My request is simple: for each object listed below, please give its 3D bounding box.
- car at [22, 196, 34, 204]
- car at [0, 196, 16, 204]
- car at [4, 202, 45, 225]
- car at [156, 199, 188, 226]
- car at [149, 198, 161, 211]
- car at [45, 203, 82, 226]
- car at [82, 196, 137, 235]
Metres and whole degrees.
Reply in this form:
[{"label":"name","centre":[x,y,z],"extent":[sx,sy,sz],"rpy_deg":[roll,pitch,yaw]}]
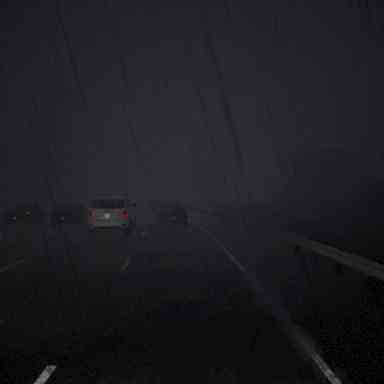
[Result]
[{"label":"car","centre":[-34.968,1.605,70.911],"extent":[1.882,1.535,5.008],"rpy_deg":[0,0,-22]},{"label":"car","centre":[-37.811,1.656,68.560],"extent":[2.128,1.511,4.902],"rpy_deg":[0,0,-21]},{"label":"car","centre":[-12.112,1.570,24.480],"extent":[1.812,1.442,4.674],"rpy_deg":[0,0,-7]},{"label":"car","centre":[-1.427,1.500,23.560],"extent":[1.882,1.535,5.008],"rpy_deg":[0,0,-7]},{"label":"car","centre":[-4.171,1.520,40.887],"extent":[1.882,1.535,5.008],"rpy_deg":[0,0,-11]},{"label":"car","centre":[-8.467,1.514,23.570],"extent":[1.882,1.535,5.008],"rpy_deg":[0,0,-7]},{"label":"car","centre":[-4.458,1.246,19.068],"extent":[2.150,2.045,5.566],"rpy_deg":[0,0,-6]}]
